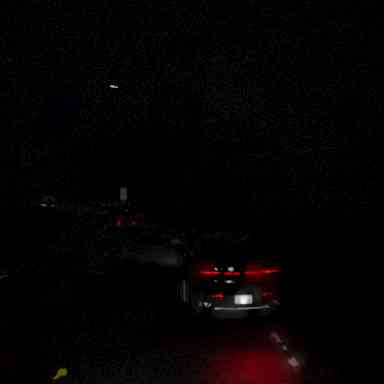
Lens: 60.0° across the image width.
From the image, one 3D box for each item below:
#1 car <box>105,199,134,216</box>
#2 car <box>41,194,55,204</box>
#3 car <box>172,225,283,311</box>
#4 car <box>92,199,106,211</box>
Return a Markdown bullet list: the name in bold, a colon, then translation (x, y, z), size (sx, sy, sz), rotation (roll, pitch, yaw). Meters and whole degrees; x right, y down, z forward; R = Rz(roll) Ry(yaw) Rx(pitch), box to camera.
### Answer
- **car**: translation (-7.348, 1.609, 34.426), size (1.882, 1.535, 5.008), rotation (1, 0, -24)
- **car**: translation (-28.518, 1.328, 65.745), size (2.150, 2.045, 5.566), rotation (1, -1, -31)
- **car**: translation (0.614, 1.558, 7.955), size (1.837, 1.490, 4.892), rotation (0, 0, -6)
- **car**: translation (-11.592, 1.666, 43.482), size (2.033, 1.411, 5.357), rotation (1, 0, -31)
